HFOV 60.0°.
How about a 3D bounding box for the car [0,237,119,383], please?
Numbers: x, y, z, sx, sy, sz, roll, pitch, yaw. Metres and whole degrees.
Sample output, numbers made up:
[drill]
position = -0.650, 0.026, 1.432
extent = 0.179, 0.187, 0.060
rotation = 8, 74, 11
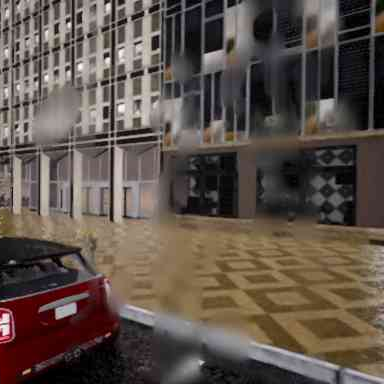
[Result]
[car]
position = -3.062, 1.414, 5.053
extent = 4.097, 1.590, 1.967
rotation = 0, 1, 36
